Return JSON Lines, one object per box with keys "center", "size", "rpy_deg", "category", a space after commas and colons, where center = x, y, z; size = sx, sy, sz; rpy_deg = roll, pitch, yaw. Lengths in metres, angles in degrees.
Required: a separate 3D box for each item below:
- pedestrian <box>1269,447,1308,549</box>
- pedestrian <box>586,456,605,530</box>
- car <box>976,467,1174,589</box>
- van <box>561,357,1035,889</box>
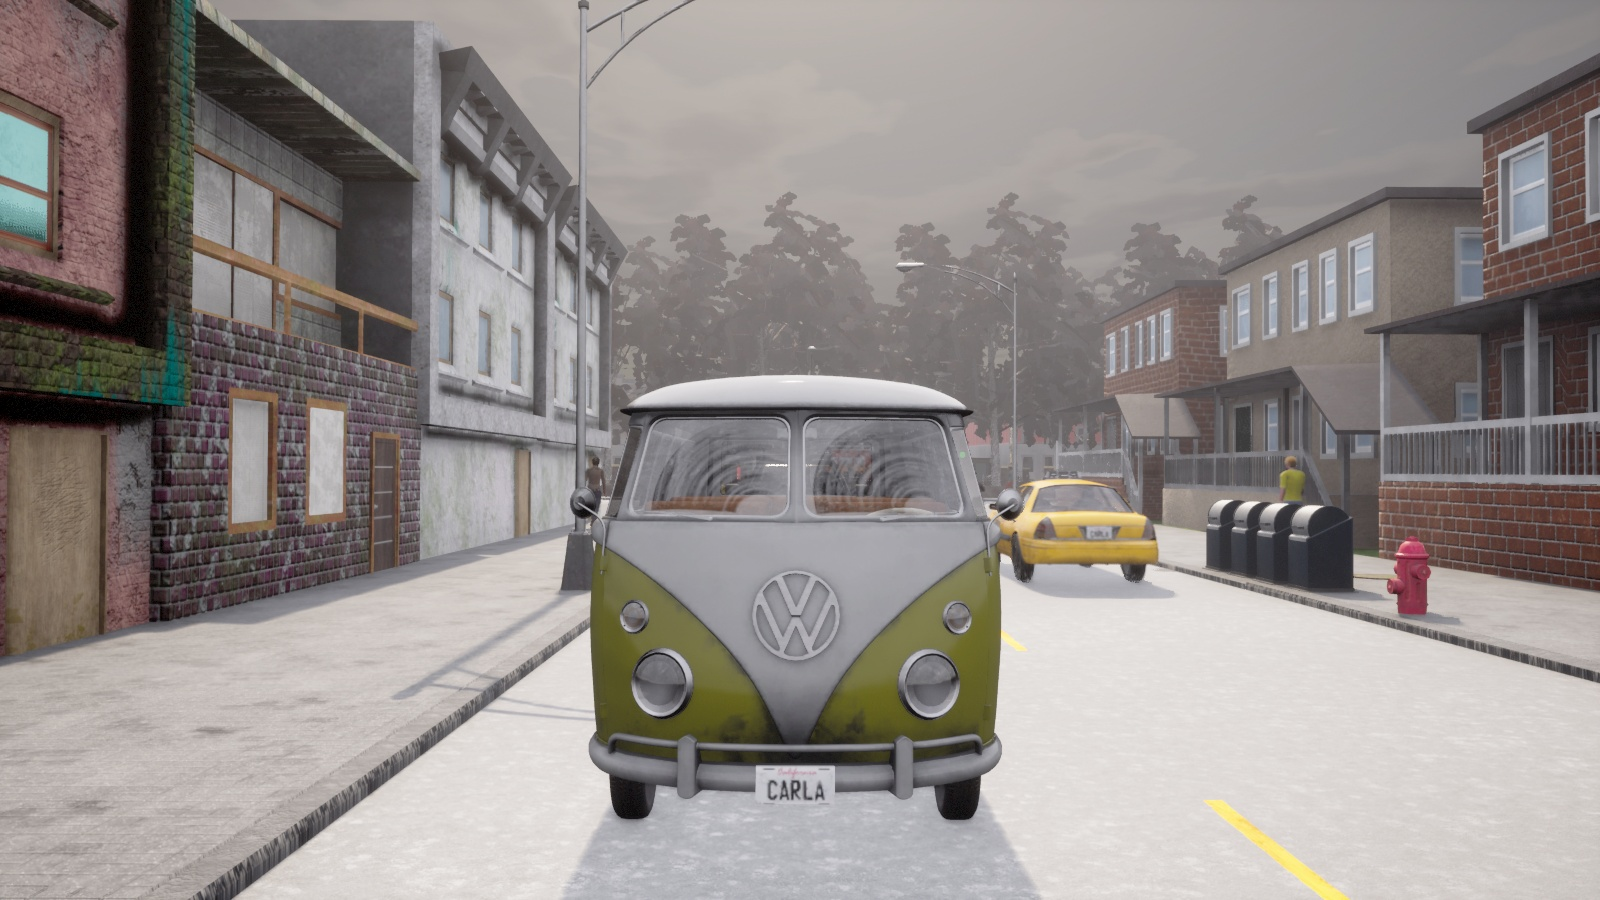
{"center": [8.977, 0.875, 23.088], "size": [0.354, 1.836, 0.706], "rpy_deg": [0, -1, -6], "category": "pedestrian"}
{"center": [-5.099, 1.070, 31.376], "size": [0.328, 1.805, 0.869], "rpy_deg": [0, -1, 1], "category": "pedestrian"}
{"center": [3.958, 1.057, 19.040], "size": [1.801, 1.575, 5.366], "rpy_deg": [0, -1, 0], "category": "car"}
{"center": [-0.016, 0.684, 6.936], "size": [1.775, 1.987, 4.442], "rpy_deg": [0, -1, 0], "category": "van"}
